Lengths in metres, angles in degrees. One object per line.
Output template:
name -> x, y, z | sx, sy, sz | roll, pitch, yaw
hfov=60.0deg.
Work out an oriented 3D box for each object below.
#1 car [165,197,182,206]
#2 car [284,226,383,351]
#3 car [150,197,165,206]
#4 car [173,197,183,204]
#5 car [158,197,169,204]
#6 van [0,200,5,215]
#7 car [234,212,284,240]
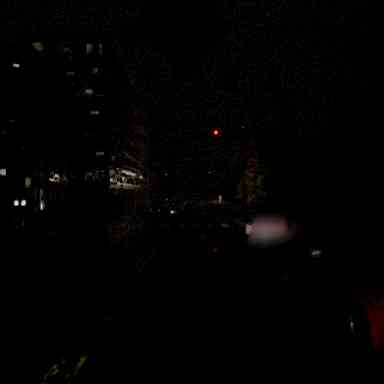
car -> -3.287, 1.798, 61.107 | 2.128, 1.511, 4.902 | 0, 0, 1
car -> 3.344, 1.593, 6.236 | 1.994, 1.385, 4.181 | 0, 0, 0
car -> -6.531, 1.906, 61.004 | 1.895, 1.301, 4.718 | 0, 0, 1
car -> -3.251, 1.932, 76.591 | 2.033, 1.411, 5.357 | 0, 0, 0
car -> -6.500, 1.931, 76.537 | 2.033, 1.411, 5.357 | 0, 0, 0
van -> -22.731, 1.778, 36.402 | 3.998, 1.788, 1.690 | -1, 1, -1
car -> 3.347, 1.684, 17.494 | 1.895, 1.301, 4.718 | 0, 0, 0
